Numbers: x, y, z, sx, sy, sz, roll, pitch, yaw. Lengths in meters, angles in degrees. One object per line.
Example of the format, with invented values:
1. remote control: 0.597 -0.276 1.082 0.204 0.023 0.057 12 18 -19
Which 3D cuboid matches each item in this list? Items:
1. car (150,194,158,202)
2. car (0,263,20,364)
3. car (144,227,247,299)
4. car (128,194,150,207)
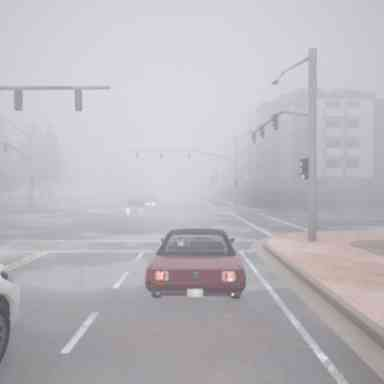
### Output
1. car: -7.057 1.017 58.009 2.128 1.511 4.902 0 1 0
2. car: -3.455 1.202 2.206 2.150 2.045 5.566 0 0 1
3. car: 0.132 1.532 8.265 1.895 1.301 4.718 0 0 2
4. car: -7.084 1.123 43.467 1.882 1.535 5.008 0 1 0
